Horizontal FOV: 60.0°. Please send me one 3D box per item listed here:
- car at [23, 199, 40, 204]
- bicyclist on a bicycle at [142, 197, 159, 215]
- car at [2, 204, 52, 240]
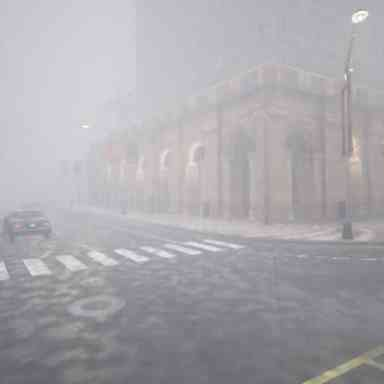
[{"bbox_3d":[-20.825,1.607,43.070,1.812,1.442,4.674,-1,0,-32],"label":"car"},{"bbox_3d":[-3.686,1.219,29.499,1.656,1.620,0.582,-1,0,-33],"label":"bicyclist on a bicycle"},{"bbox_3d":[-8.640,1.583,17.307,2.033,1.411,5.357,-1,0,-33],"label":"car"}]
